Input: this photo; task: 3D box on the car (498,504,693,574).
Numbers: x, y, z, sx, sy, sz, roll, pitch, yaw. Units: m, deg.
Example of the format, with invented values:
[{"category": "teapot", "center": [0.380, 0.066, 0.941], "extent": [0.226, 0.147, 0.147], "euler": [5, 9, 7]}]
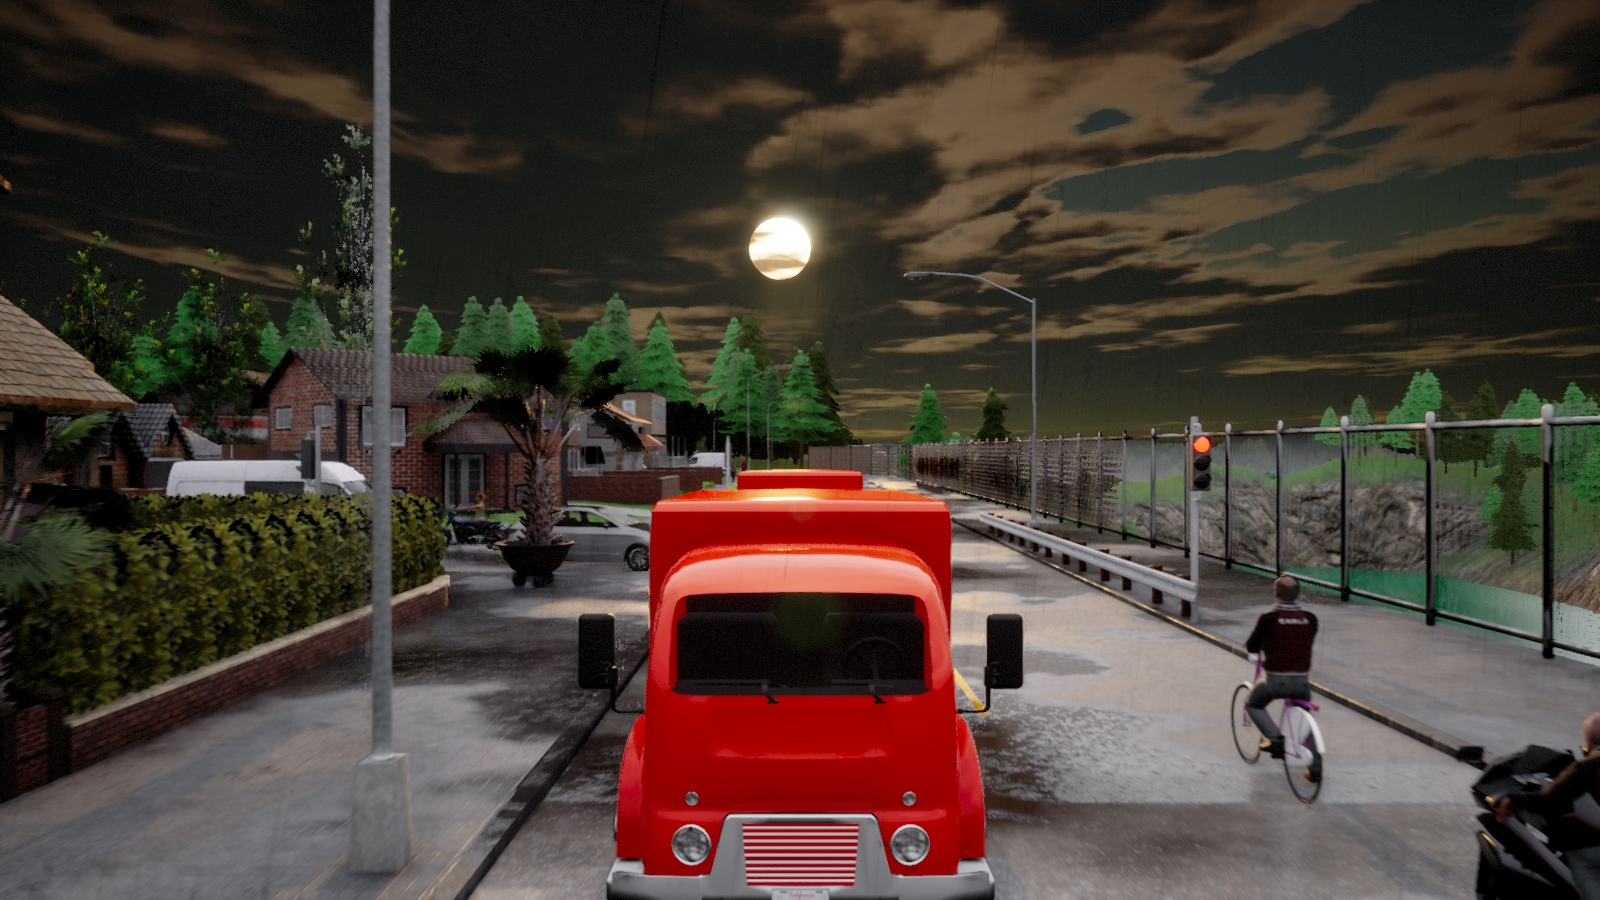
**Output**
[{"category": "car", "center": [-4.823, 2.070, 27.159], "extent": [4.193, 1.474, 1.816], "euler": [0, 0, 10]}]

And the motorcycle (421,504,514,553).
[{"category": "motorcycle", "center": [-9.190, 2.159, 31.600], "extent": [2.356, 1.307, 0.764], "euler": [0, -1, -2]}]

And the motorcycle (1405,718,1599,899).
[{"category": "motorcycle", "center": [4.000, 2.206, 5.629], "extent": [0.867, 1.251, 2.209], "euler": [0, 0, 0]}]

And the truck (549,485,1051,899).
[{"category": "truck", "center": [0.001, 1.571, 8.585], "extent": [2.627, 2.467, 5.204], "euler": [0, 0, 0]}]

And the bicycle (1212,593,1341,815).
[{"category": "bicycle", "center": [3.986, 2.062, 9.679], "extent": [0.329, 1.471, 1.835], "euler": [0, 0, 0]}]

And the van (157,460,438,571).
[{"category": "van", "center": [-12.036, 1.539, 27.641], "extent": [5.915, 2.561, 1.988], "euler": [0, 0, 0]}]
